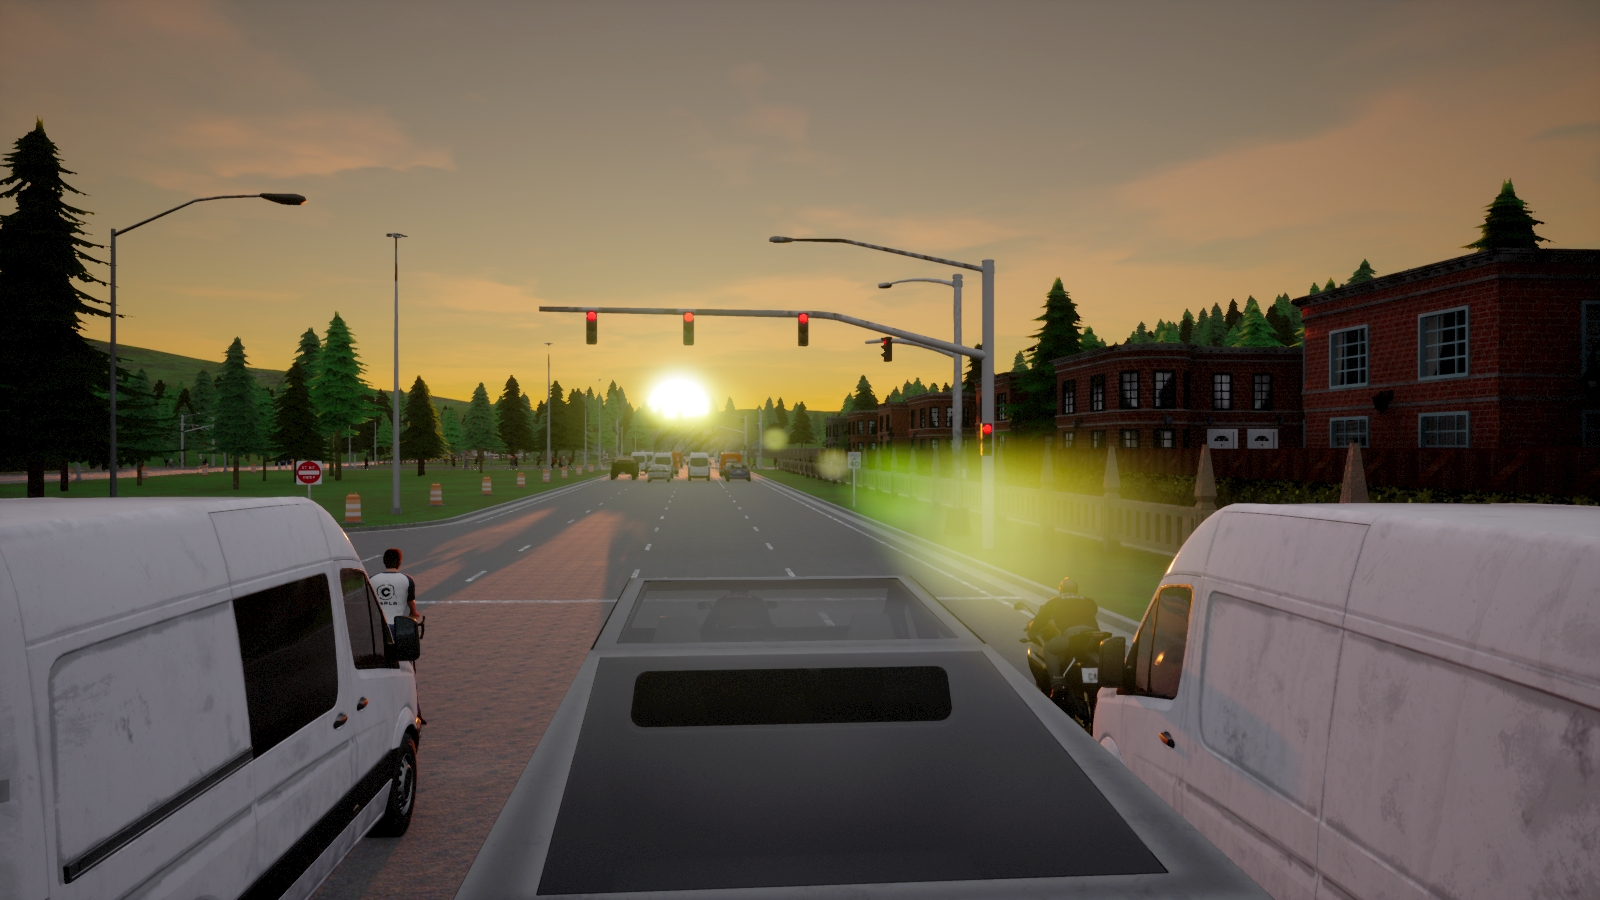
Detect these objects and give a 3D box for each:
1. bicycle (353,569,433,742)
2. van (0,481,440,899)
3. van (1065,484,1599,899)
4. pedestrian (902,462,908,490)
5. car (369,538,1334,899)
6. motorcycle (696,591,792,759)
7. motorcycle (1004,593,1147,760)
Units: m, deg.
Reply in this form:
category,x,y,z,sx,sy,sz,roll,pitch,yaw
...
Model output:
category,x,y,z,sx,sy,sz,roll,pitch,yaw
bicycle,-4.173,2.056,11.794,0.373,1.496,1.643,0,0,-5
van,-3.677,1.534,6.378,1.988,2.561,5.915,0,0,-5
van,3.020,1.534,5.590,1.988,2.561,5.915,0,0,-1
pedestrian,6.848,1.698,74.454,0.375,1.860,0.375,0,0,-5
car,-0.117,1.754,5.929,2.390,2.098,6.274,0,0,-5
motorcycle,-0.613,2.205,11.622,0.867,1.251,2.209,0,0,-6
motorcycle,2.714,2.205,11.543,0.867,1.251,2.209,0,0,-2
